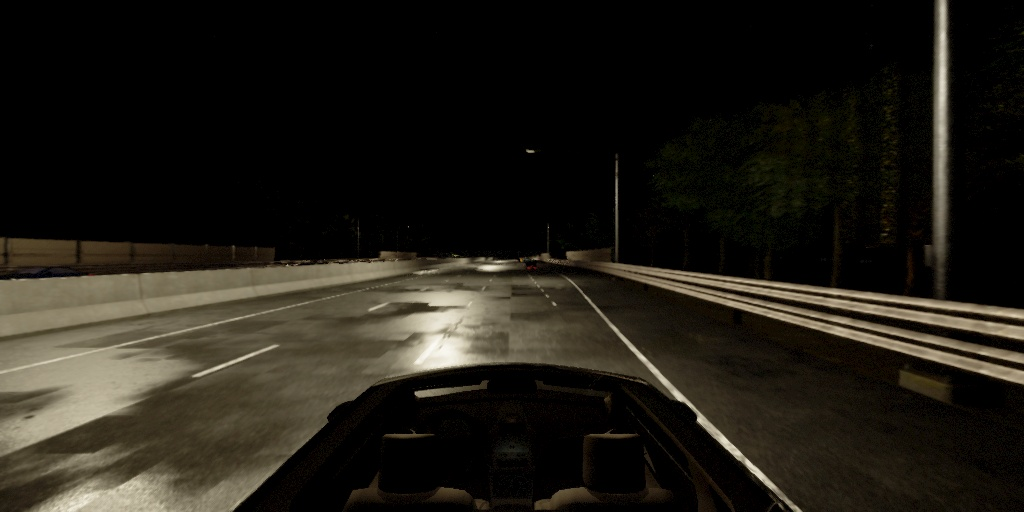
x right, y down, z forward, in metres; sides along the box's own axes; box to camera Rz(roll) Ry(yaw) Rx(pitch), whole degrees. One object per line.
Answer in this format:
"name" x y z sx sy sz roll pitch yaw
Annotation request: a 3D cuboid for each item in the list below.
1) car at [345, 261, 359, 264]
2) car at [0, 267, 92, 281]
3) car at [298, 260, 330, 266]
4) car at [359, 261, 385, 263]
"car" -21.023 1.310 46.802 2.033 1.411 5.357 0 0 1
"car" -27.336 1.314 20.860 1.994 1.385 4.181 0 0 -3
"car" -24.542 1.252 44.518 2.128 1.511 4.902 0 0 1
"car" -17.528 1.309 46.836 2.033 1.411 5.357 0 0 1
